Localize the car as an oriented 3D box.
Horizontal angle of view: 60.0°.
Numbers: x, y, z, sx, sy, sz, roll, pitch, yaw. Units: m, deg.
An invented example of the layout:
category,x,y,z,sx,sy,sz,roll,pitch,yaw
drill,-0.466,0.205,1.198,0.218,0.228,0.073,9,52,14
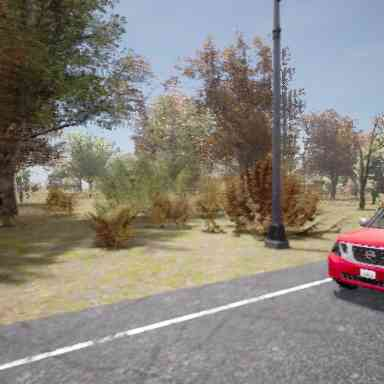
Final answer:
category,x,y,z,sx,sy,sz,roll,pitch,yaw
car,5.632,1.223,8.007,5.566,2.045,2.150,0,0,-35
